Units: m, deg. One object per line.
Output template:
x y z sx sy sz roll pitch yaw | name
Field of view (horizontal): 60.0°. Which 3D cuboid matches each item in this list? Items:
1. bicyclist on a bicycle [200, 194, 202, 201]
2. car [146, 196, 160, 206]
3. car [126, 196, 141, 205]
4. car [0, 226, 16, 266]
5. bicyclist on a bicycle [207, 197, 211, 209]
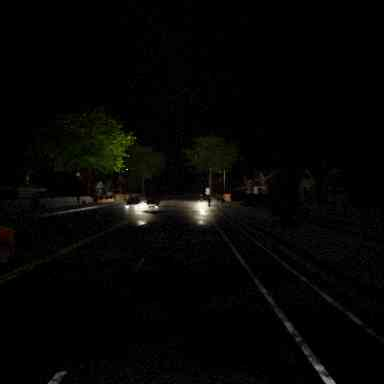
2.254 1.307 80.041 0.659 1.776 1.843 0 0 0 | bicyclist on a bicycle
-6.503 1.440 55.821 1.882 1.535 5.008 0 0 0 | car
-9.750 1.489 56.078 1.812 1.442 4.674 0 0 0 | car
-6.600 1.471 8.623 1.882 1.535 5.008 0 0 0 | car
2.252 1.422 43.475 0.582 1.620 1.656 0 0 0 | bicyclist on a bicycle
